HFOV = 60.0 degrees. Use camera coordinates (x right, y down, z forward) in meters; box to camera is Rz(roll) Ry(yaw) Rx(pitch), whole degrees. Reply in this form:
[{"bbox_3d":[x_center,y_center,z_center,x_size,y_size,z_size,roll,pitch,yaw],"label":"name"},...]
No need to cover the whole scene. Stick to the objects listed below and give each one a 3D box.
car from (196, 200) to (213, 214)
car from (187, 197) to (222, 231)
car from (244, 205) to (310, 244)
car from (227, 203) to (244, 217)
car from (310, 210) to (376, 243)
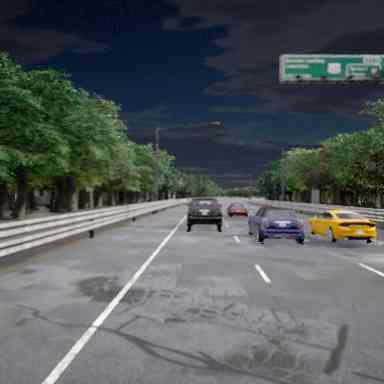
[{"bbox_3d":[1.535,1.805,40.567,1.882,1.535,5.008,1,-1,3],"label":"car"},{"bbox_3d":[0.831,1.374,22.059,2.150,2.045,5.566,1,-1,2],"label":"car"},{"bbox_3d":[4.152,1.520,17.065,2.097,1.767,4.553,1,0,2],"label":"car"},{"bbox_3d":[4.845,1.896,35.901,1.994,1.385,4.181,1,-1,2],"label":"car"},{"bbox_3d":[7.666,1.701,17.467,1.882,1.535,5.008,1,0,2],"label":"car"}]
